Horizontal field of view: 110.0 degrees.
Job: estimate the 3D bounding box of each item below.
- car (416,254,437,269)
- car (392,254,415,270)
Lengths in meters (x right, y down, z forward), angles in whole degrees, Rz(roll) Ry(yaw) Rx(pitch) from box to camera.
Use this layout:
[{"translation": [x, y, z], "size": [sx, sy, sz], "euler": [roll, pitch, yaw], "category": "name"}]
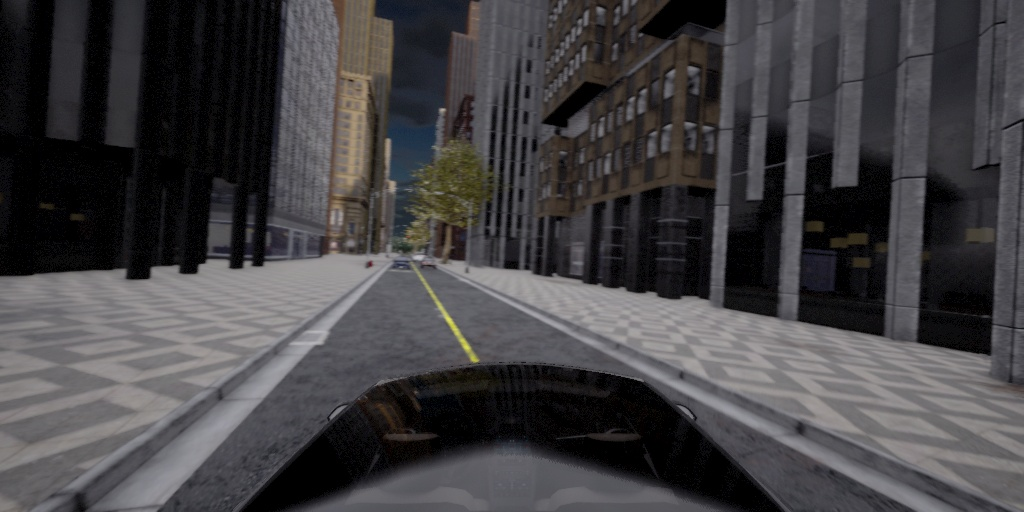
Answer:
[{"translation": [-10.590, 0.851, 45.333], "size": [2.033, 1.411, 5.357], "euler": [4, 0, -17], "category": "car"}, {"translation": [-12.092, 0.719, 39.293], "size": [2.033, 1.411, 5.357], "euler": [4, 0, -17], "category": "car"}]
